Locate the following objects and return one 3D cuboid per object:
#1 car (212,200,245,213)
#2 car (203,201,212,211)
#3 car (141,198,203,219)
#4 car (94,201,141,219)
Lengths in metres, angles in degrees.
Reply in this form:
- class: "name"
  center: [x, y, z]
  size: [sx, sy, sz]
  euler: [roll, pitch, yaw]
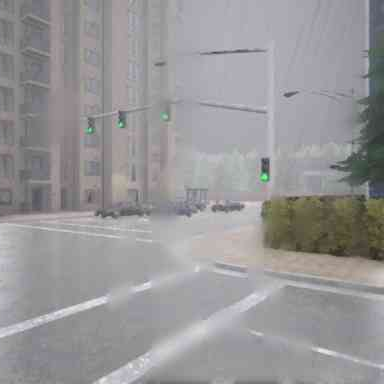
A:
- class: "car"
  center: [4.029, 1.594, 37.158]
  size: [1.895, 1.301, 4.718]
  euler: [0, 0, 36]
- class: "car"
  center: [-0.270, 1.483, 37.206]
  size: [2.128, 1.511, 4.902]
  euler: [0, 0, 36]
- class: "car"
  center: [-1.624, 1.540, 29.414]
  size: [2.033, 1.411, 5.357]
  euler: [0, 0, 36]
- class: "car"
  center: [-5.960, 1.539, 29.407]
  size: [2.033, 1.411, 5.357]
  euler: [0, 0, 36]
